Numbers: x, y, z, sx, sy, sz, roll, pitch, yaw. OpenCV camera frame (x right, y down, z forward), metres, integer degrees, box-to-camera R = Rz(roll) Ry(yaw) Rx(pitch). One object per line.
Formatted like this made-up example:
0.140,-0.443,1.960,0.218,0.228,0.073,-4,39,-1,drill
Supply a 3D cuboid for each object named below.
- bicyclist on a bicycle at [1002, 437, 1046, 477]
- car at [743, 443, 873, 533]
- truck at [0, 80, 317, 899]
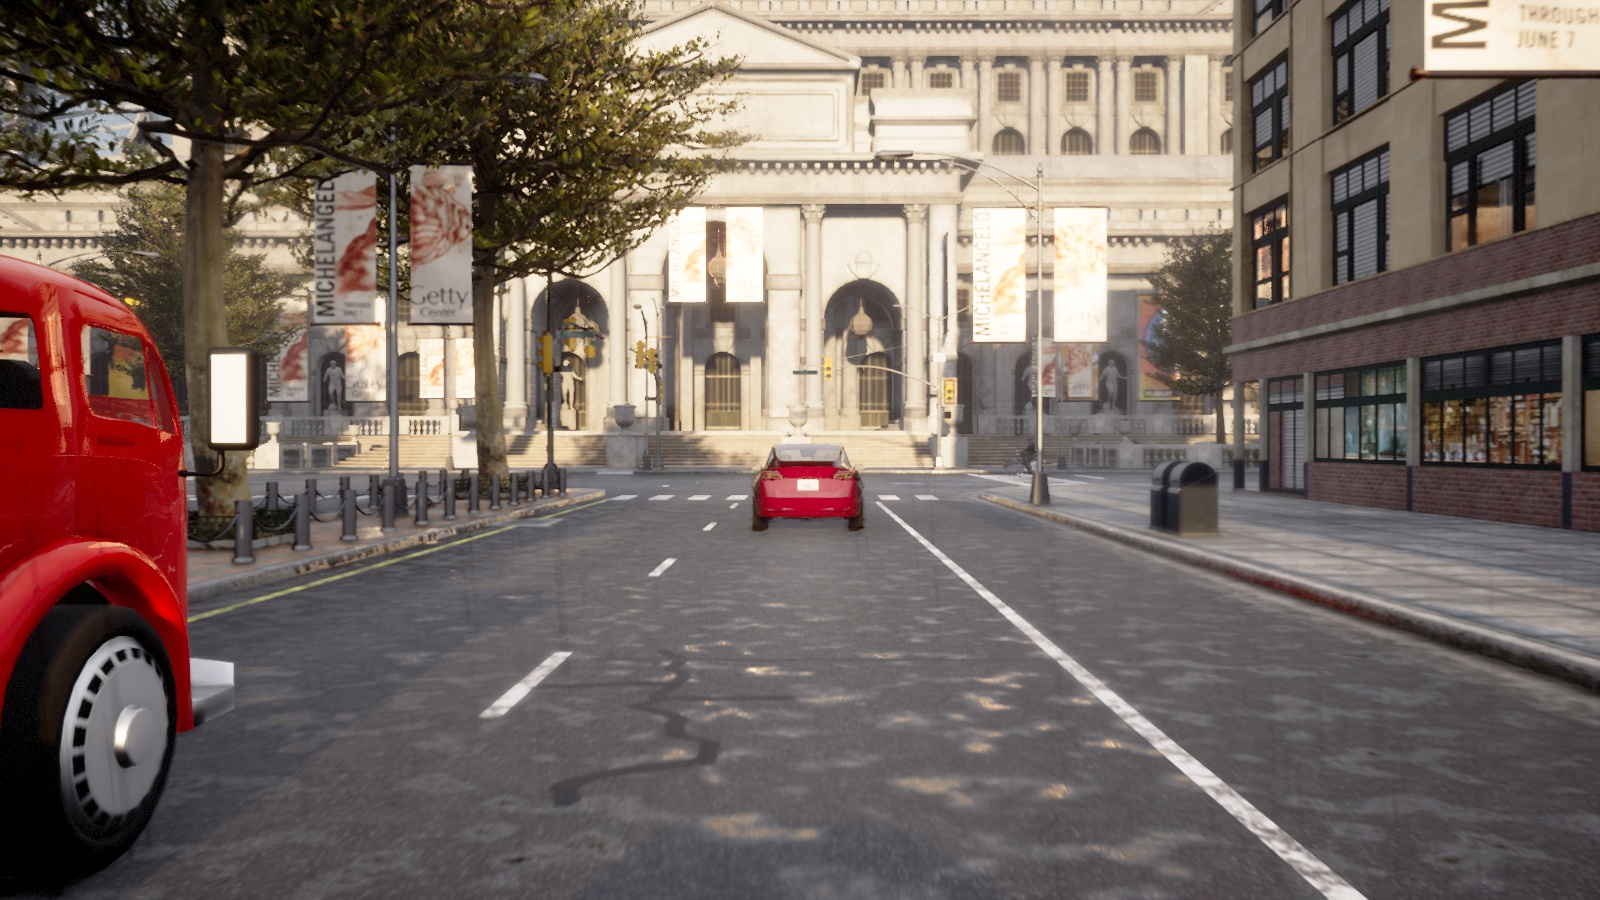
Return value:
10.029,0.308,56.359,1.843,1.776,0.659,0,0,1,bicyclist on a bicycle
0.146,0.615,23.255,2.163,1.488,4.792,0,0,0,car
-3.468,0.240,2.960,2.627,2.467,5.204,0,0,0,truck
